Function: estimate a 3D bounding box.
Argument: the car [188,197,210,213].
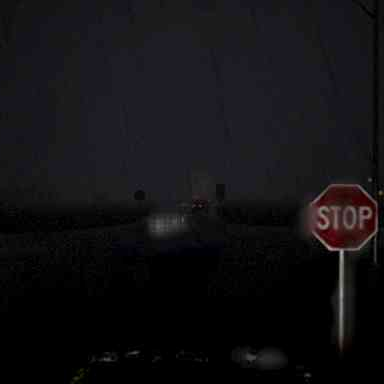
[{"bbox_3d":[1.010,1.504,36.636,2.033,1.411,5.357,0,0,3],"label":"car"}]

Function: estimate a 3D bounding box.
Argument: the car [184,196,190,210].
[{"bbox_3d":[-1.610,1.547,42.922,1.895,1.301,4.718,0,0,3],"label":"car"}]

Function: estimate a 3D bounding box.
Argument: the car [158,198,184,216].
[{"bbox_3d":[-2.118,1.487,32.381,1.812,1.442,4.674,0,0,3],"label":"car"}]
